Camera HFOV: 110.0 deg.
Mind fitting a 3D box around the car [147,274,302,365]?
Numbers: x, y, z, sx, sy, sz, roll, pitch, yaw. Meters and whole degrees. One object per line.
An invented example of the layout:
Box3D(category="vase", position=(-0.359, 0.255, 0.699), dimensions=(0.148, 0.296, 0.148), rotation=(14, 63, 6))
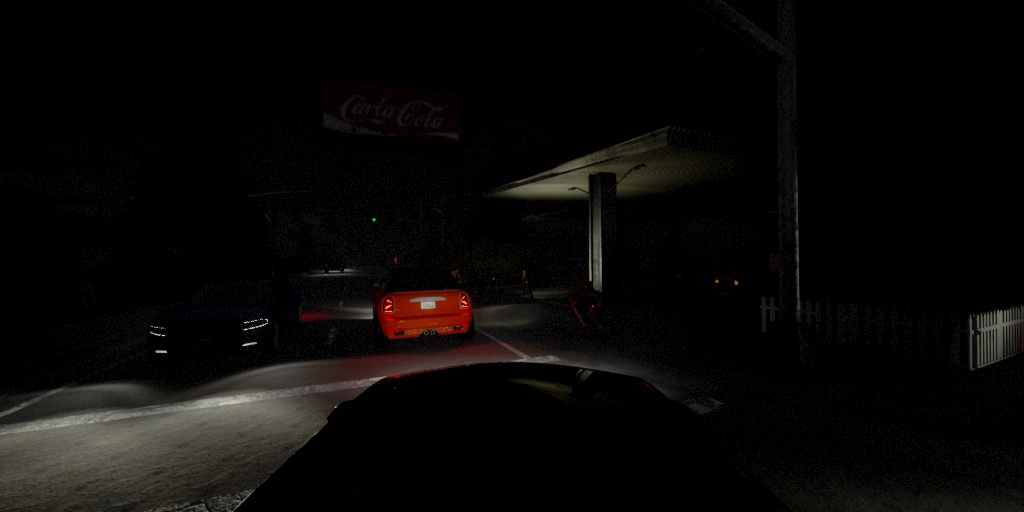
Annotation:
Box3D(category="car", position=(-6.253, 1.216, 8.379), dimensions=(1.882, 1.535, 5.008), rotation=(-1, 0, -23))

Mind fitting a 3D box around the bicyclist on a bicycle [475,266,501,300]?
Box3D(category="bicyclist on a bicycle", position=(-1.309, 1.342, 17.756), dimensions=(1.656, 1.620, 0.582), rotation=(0, 0, -21))

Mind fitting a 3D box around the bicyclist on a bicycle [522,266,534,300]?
Box3D(category="bicyclist on a bicycle", position=(0.800, 1.330, 17.870), dimensions=(0.582, 1.620, 1.656), rotation=(-1, 0, 16))

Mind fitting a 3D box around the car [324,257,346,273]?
Box3D(category="car", position=(-23.680, 1.201, 47.821), dimensions=(2.150, 2.045, 5.566), rotation=(-1, 0, -25))

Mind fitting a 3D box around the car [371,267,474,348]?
Box3D(category="car", position=(-2.539, 1.056, 9.447), dimensions=(2.097, 1.767, 4.553), rotation=(-1, 0, -22))

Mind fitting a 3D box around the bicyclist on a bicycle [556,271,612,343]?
Box3D(category="bicyclist on a bicycle", position=(1.709, 1.199, 8.660), dimensions=(0.582, 1.620, 1.656), rotation=(3, -2, -42))

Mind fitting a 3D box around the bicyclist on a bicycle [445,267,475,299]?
Box3D(category="bicyclist on a bicycle", position=(-2.617, 1.316, 16.374), dimensions=(1.656, 1.620, 0.582), rotation=(1, 0, 37))
